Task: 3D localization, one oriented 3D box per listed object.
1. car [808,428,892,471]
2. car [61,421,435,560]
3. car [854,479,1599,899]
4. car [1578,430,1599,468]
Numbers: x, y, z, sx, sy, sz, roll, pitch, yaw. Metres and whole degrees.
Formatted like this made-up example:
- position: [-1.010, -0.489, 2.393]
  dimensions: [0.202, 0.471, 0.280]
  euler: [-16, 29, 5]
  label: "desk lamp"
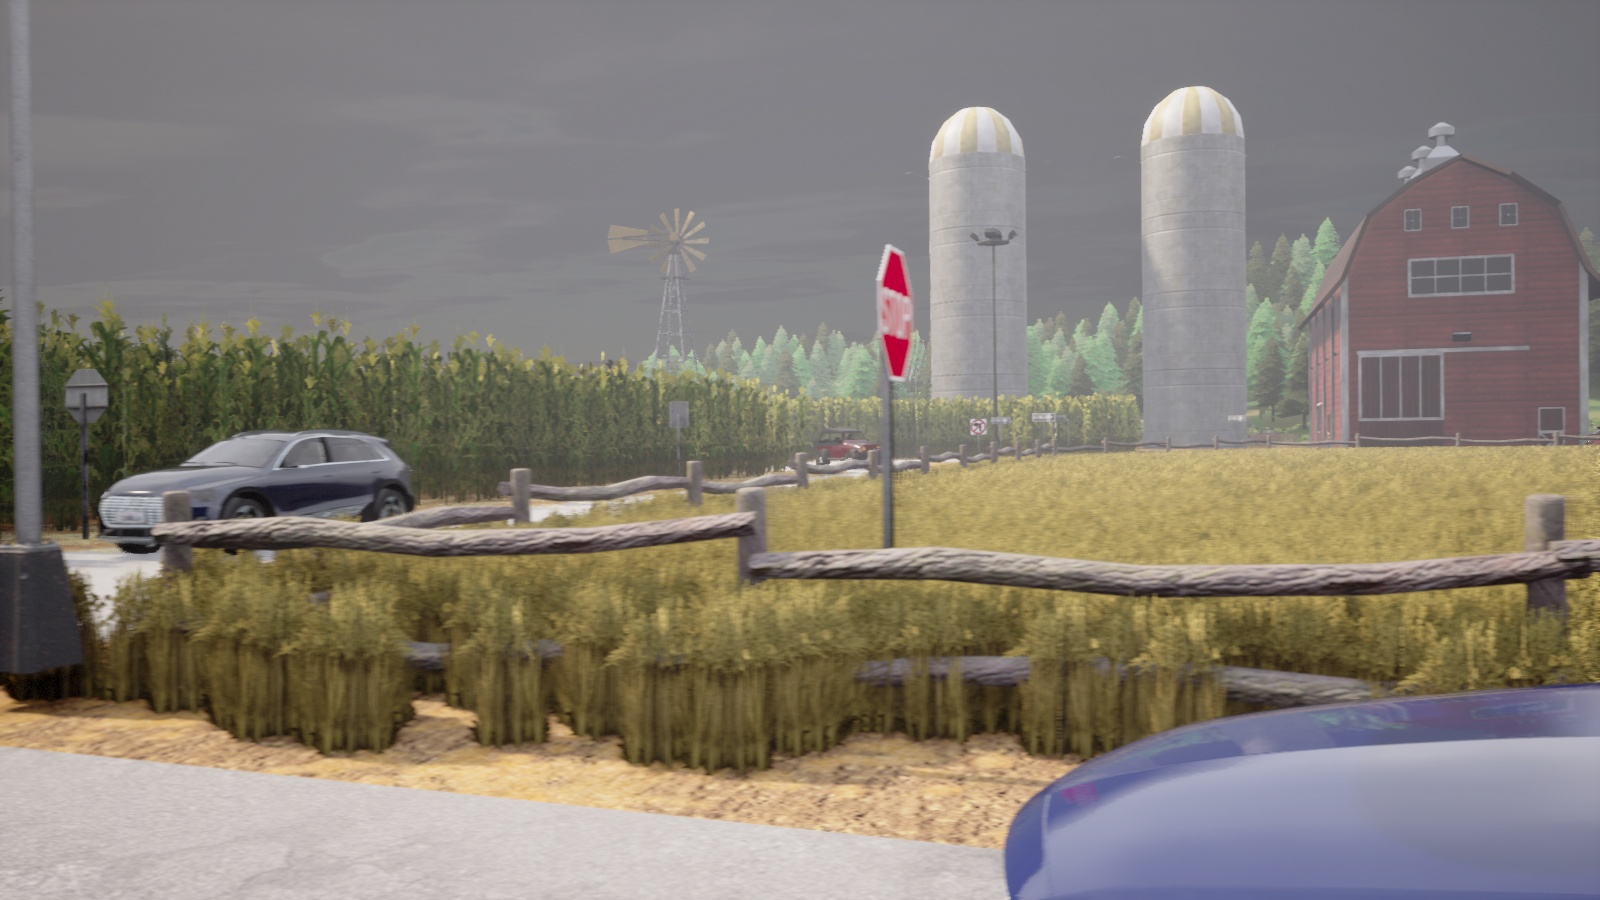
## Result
- position: [2.258, -0.050, 57.334]
  dimensions: [1.905, 1.878, 3.866]
  euler: [-1, 1, -34]
  label: "car"
- position: [-7.417, 0.468, 17.543]
  dimensions: [2.033, 1.649, 4.856]
  euler: [0, 0, 19]
  label: "car"
- position: [2.580, 0.829, 1.903]
  dimensions: [4.674, 1.442, 1.812]
  euler: [0, 1, 19]
  label: "car"
- position: [37.196, -0.060, 55.047]
  dimensions: [4.856, 1.649, 2.033]
  euler: [0, 1, 15]
  label: "car"
